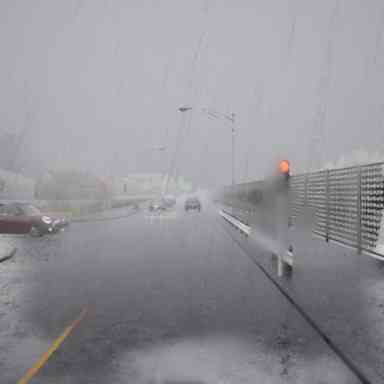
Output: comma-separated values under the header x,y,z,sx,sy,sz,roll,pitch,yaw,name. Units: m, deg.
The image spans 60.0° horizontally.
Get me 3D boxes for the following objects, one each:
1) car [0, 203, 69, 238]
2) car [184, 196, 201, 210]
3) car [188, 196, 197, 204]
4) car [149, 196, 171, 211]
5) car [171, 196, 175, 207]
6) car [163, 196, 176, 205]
x,y,z,sx,sy,sz,roll,pitch,yaw,name
-8.838,1.371,17.400,4.553,1.767,2.097,0,0,9,car
0.089,1.540,42.804,2.128,1.511,4.902,0,0,0,car
0.075,1.556,69.856,1.882,1.535,5.008,0,0,0,car
-4.112,1.537,40.634,2.128,1.511,4.902,0,0,0,car
-4.112,1.621,50.572,1.994,1.385,4.181,0,0,0,car
-4.089,1.546,61.025,1.882,1.535,5.008,0,0,0,car
